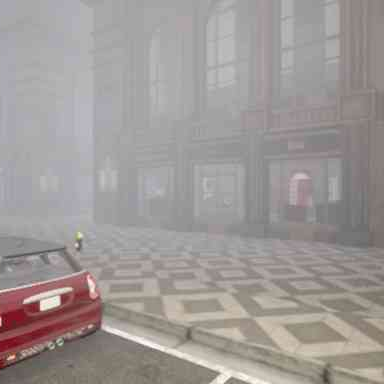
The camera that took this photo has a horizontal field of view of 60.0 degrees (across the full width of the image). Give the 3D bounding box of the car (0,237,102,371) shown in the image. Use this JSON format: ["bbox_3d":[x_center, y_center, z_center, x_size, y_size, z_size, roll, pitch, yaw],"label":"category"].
[{"bbox_3d":[-3.393,1.448,5.383,4.097,1.590,1.967,0,0,36],"label":"car"}]
